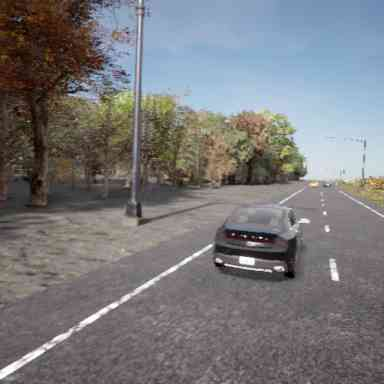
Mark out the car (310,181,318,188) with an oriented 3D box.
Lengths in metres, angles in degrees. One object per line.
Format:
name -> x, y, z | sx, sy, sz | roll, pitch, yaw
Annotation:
car -> 31.597, -1.966, 86.219 | 1.882, 1.535, 5.008 | 4, 3, 21

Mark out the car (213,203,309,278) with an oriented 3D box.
car -> 2.005, 1.074, 9.047 | 1.837, 1.490, 4.892 | 4, 3, 21

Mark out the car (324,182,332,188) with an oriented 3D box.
car -> 34.997, -1.727, 85.336 | 2.128, 1.511, 4.902 | 4, 3, 21
